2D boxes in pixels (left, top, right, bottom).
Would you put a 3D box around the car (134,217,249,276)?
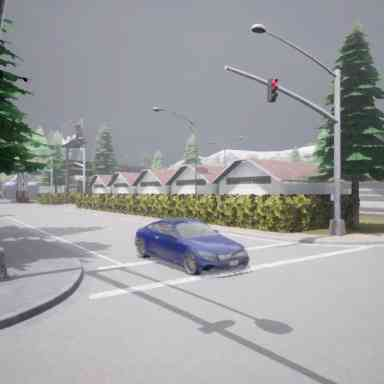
[{"bbox_3d":[-0.256,1.595,10.716,1.812,1.442,4.674,0,1,-36],"label":"car"}]
